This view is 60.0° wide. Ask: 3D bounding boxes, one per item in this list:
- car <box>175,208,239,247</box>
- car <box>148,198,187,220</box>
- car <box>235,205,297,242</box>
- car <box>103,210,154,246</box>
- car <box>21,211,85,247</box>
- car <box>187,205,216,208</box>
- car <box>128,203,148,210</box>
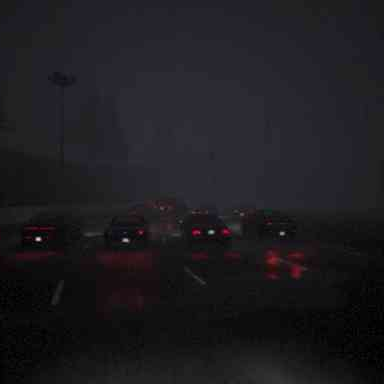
[{"bbox_3d":[0.503,1.724,16.086,2.033,1.411,5.357,0,-1,-7],"label":"car"},{"bbox_3d":[-2.010,1.572,32.411,2.150,2.045,5.566,0,0,14],"label":"car"},{"bbox_3d":[3.923,1.691,17.581,2.128,1.511,4.902,0,0,-5],"label":"car"},{"bbox_3d":[-3.001,1.773,16.273,1.895,1.301,4.718,0,-1,-5],"label":"car"},{"bbox_3d":[-6.505,1.669,15.985,1.837,1.490,4.892,0,0,-6],"label":"car"},{"bbox_3d":[1.390,1.893,31.590,2.033,1.411,5.357,0,-1,14],"label":"car"},{"bbox_3d":[-4.969,1.844,34.740,1.882,1.535,5.008,0,0,16],"label":"car"}]
